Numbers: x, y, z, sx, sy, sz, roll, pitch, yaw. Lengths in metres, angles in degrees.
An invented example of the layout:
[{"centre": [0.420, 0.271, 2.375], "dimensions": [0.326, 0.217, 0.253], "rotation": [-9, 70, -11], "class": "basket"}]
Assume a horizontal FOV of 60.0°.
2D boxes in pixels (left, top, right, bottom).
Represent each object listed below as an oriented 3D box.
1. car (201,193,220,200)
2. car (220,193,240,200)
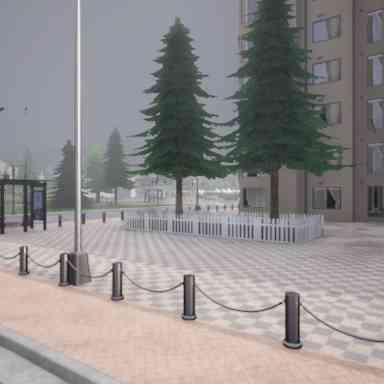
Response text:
[{"centre": [5.357, 1.446, 91.347], "dimensions": [3.806, 1.475, 1.970], "rotation": [0, 0, 35], "class": "car"}, {"centre": [9.713, 1.426, 84.641], "dimensions": [3.633, 1.501, 1.845], "rotation": [0, 0, 35], "class": "car"}]
